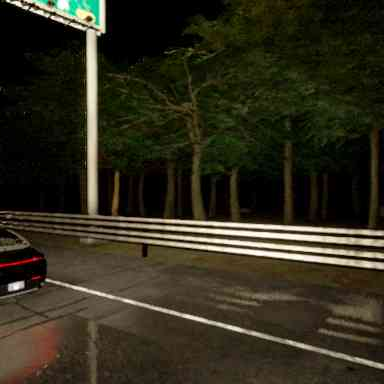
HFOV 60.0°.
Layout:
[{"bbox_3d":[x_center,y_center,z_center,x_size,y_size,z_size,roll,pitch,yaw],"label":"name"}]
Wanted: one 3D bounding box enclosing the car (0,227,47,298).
[{"bbox_3d":[-5.339,1.565,7.756,4.892,1.490,1.837,0,0,35],"label":"car"}]
